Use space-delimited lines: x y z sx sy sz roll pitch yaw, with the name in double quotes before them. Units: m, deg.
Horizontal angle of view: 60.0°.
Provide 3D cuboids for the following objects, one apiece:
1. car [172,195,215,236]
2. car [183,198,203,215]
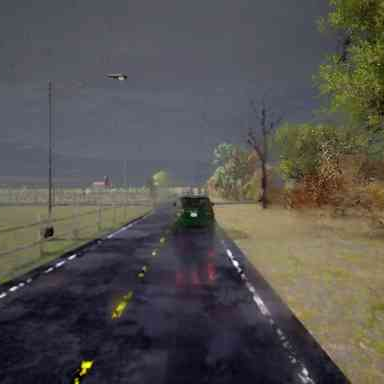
"car" 0.093 1.204 18.524 2.150 2.045 5.566 0 -1 0
"car" 0.090 1.434 34.881 1.882 1.535 5.008 0 0 0
